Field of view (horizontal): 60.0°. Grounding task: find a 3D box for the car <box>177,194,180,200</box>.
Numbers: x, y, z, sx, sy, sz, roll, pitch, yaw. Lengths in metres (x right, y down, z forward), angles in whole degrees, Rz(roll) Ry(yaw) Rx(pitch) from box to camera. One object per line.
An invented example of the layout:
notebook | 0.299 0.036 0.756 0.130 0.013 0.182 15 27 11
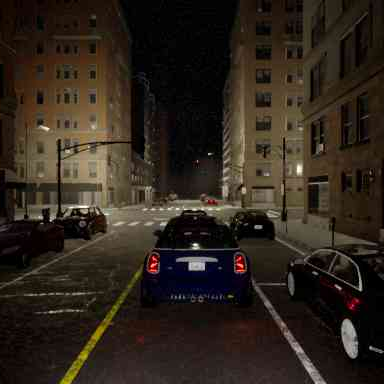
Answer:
car | -5.306 1.457 91.589 2.192 1.841 5.009 0 0 0

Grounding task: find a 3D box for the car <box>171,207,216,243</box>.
car | 0.091 1.565 16.673 1.994 1.385 4.181 0 0 1

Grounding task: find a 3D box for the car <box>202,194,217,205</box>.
car | 3.042 1.476 53.691 1.967 1.590 4.097 0 0 0

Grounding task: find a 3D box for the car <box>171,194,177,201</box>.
car | -5.356 1.626 80.601 1.752 1.417 4.829 0 0 0

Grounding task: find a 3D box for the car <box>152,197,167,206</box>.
car | -5.482 1.618 53.729 1.802 1.307 4.206 0 0 0

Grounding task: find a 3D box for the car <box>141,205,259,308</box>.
car | 0.101 1.352 8.090 2.097 1.767 4.553 0 0 0

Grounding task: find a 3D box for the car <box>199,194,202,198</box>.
car | 3.143 1.524 75.327 1.967 1.590 4.097 0 0 0

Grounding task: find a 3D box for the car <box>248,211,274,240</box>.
car | 2.902 1.566 16.601 1.947 1.339 4.313 0 0 0

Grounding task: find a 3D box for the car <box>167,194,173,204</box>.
car | -5.431 1.607 64.545 2.008 1.369 4.403 0 0 0

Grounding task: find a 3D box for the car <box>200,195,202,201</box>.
car | 3.094 1.607 64.509 2.008 1.369 4.403 0 0 0

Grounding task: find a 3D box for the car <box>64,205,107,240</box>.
car | -5.624 1.441 16.626 1.967 1.590 4.097 0 0 0

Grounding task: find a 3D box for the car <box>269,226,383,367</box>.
car | 2.870 1.551 5.599 2.008 1.369 4.403 0 0 0

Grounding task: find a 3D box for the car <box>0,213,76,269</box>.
car | -5.640 1.582 11.125 1.802 1.307 4.206 0 0 0
